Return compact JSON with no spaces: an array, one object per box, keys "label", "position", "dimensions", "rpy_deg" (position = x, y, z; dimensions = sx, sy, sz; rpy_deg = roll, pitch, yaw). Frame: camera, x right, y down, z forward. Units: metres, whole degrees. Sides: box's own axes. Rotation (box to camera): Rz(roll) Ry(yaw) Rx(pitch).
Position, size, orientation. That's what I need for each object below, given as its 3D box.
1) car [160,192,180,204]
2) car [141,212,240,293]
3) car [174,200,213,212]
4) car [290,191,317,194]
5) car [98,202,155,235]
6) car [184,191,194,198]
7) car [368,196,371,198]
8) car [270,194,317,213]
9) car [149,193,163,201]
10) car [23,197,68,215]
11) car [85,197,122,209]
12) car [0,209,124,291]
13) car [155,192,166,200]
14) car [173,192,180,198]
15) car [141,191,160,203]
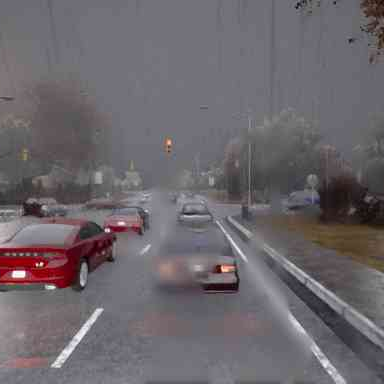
[{"label":"car","position":[-3.458,1.075,53.509],"dimensions":[2.128,1.511,4.902],"rpy_deg":[0,1,1]},{"label":"car","position":[0.104,1.515,8.919],"dimensions":[2.033,1.411,5.357],"rpy_deg":[0,0,0]},{"label":"car","position":[0.138,1.380,18.611],"dimensions":[2.128,1.511,4.902],"rpy_deg":[0,0,-1]},{"label":"car","position":[13.785,0.895,43.189],"dimensions":[5.566,2.045,2.150],"rpy_deg":[0,1,-4]},{"label":"car","position":[-3.390,1.458,17.980],"dimensions":[1.994,1.385,4.181],"rpy_deg":[0,1,0]},{"label":"car","position":[-0.449,0.714,86.177],"dimensions":[2.128,1.511,4.902],"rpy_deg":[0,1,-4]},{"label":"car","position":[24.086,1.216,43.767],"dimensions":[5.357,1.411,2.033],"rpy_deg":[0,1,-3]},{"label":"car","position":[10.068,1.261,32.264],"dimensions":[4.902,1.511,2.128],"rpy_deg":[0,1,-3]},{"label":"car","position":[-7.021,0.962,65.409],"dimensions":[2.128,1.511,4.902],"rpy_deg":[0,1,0]},{"label":"car","position":[-11.886,1.168,26.907],"dimensions":[4.553,1.767,2.097],"rpy_deg":[1,1,43]},{"label":"car","position":[-8.687,1.273,34.717],"dimensions":[4.674,1.442,1.812],"rpy_deg":[0,1,-3]},{"label":"car","position":[-3.393,1.445,8.993],"dimensions":[1.882,1.535,5.008],"rpy_deg":[0,0,0]},{"label":"car","position":[-7.086,0.871,75.797],"dimensions":[2.128,1.511,4.902],"rpy_deg":[0,1,-1]},{"label":"car","position":[-4.119,0.747,89.005],"dimensions":[1.895,1.301,4.718],"rpy_deg":[0,1,-4]},{"label":"car","position":[-7.066,0.790,55.237],"dimensions":[2.150,2.045,5.566],"rpy_deg":[0,1,0]}]
